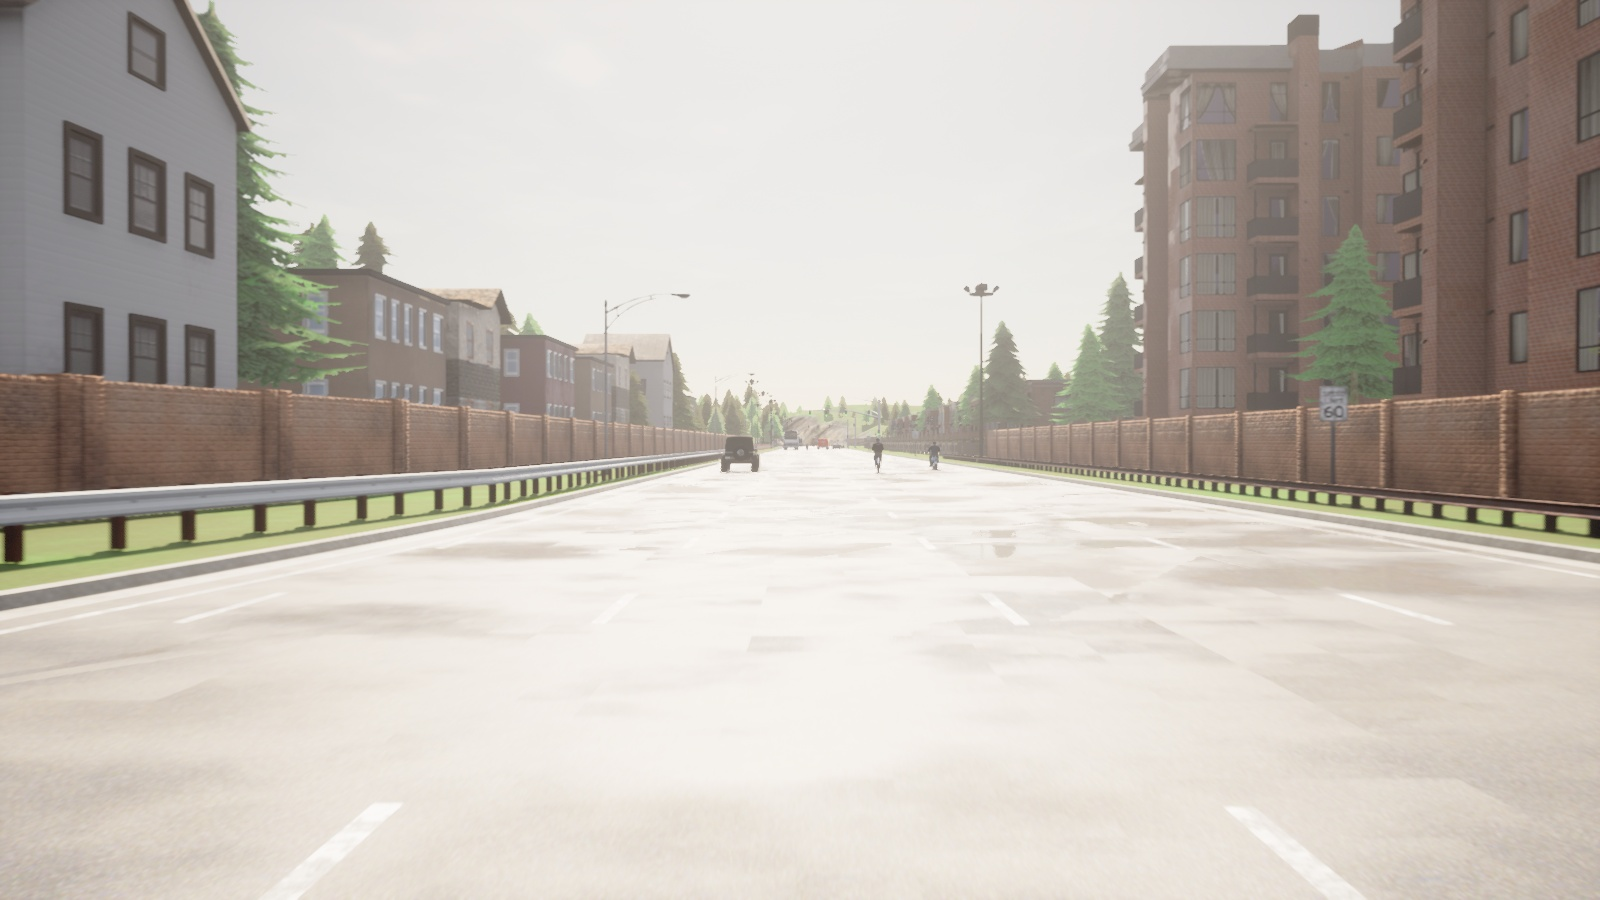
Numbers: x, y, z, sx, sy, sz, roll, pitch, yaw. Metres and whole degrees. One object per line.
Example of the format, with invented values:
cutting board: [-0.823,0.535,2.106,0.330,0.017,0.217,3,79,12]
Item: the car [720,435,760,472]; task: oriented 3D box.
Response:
car: [-3.110,0.170,65.953,1.905,1.878,3.866,0,0,0]
